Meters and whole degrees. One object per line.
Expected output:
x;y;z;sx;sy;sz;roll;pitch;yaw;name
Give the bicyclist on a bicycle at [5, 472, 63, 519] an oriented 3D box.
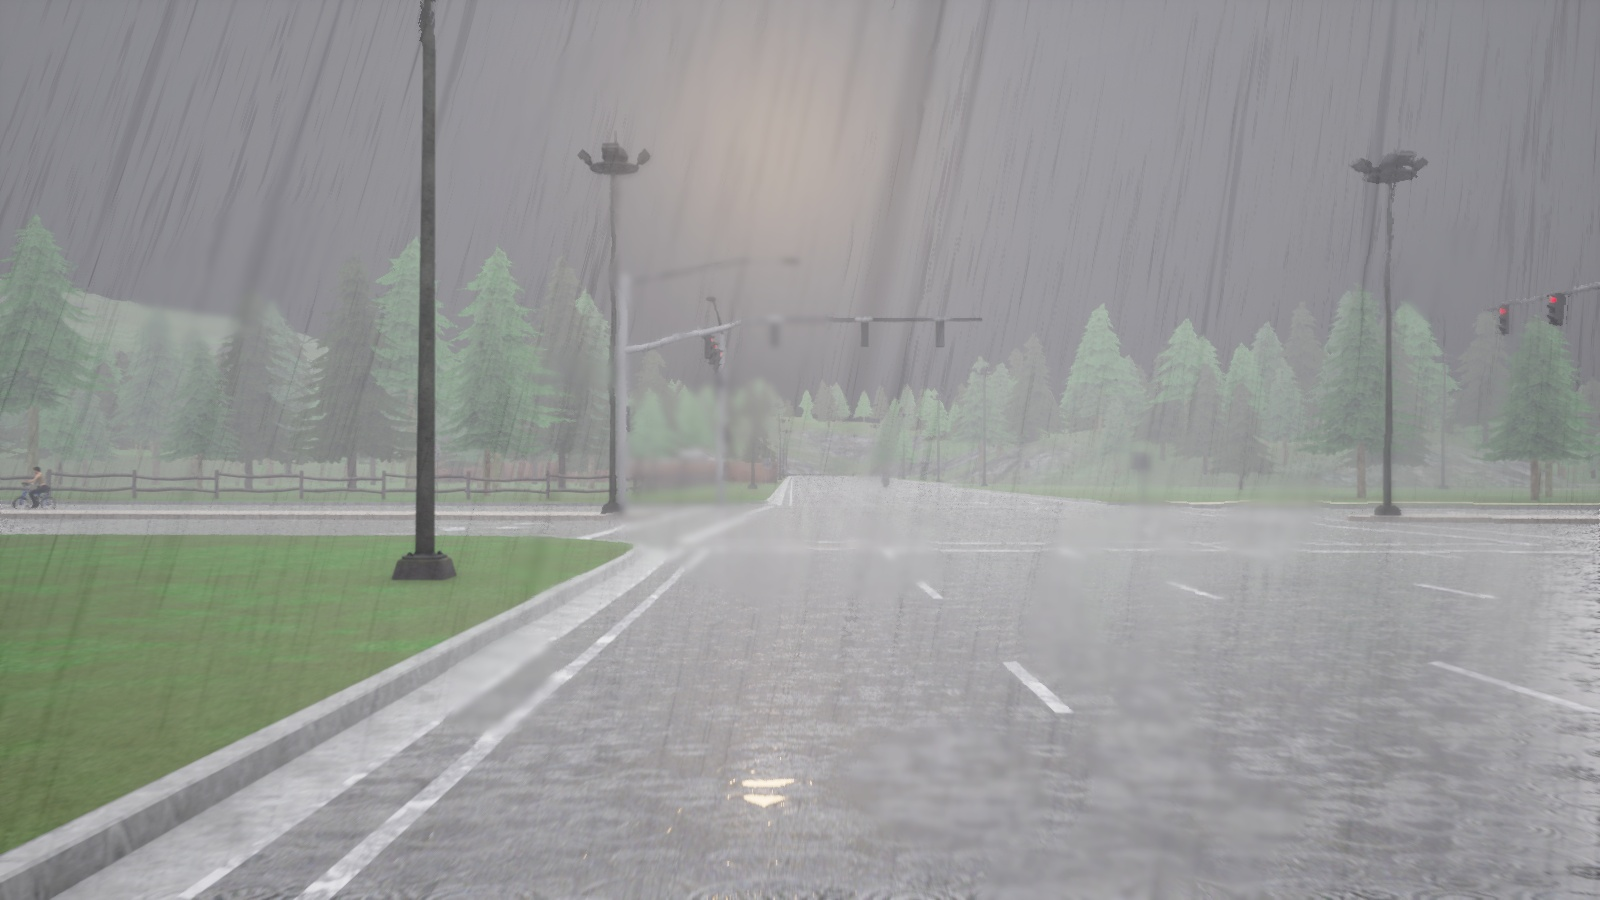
-27.081;1.603;44.414;1.509;1.612;0.866;0;-1;-1;bicyclist on a bicycle
